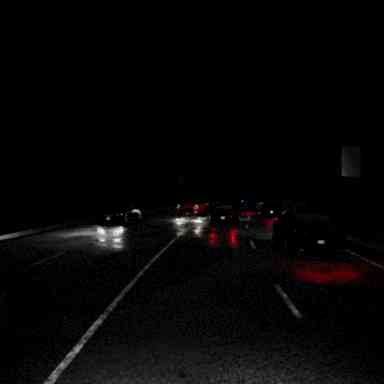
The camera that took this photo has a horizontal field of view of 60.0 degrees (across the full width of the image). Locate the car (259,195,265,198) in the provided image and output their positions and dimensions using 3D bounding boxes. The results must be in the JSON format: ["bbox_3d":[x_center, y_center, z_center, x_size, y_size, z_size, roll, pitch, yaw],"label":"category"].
[{"bbox_3d":[14.048,1.380,69.036,1.837,1.490,4.892,0,0,27],"label":"car"}]

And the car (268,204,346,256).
[{"bbox_3d":[4.429,1.464,13.250,1.882,1.535,5.008,0,0,5],"label":"car"}]

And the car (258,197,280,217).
[{"bbox_3d":[7.431,1.469,31.117,1.837,1.490,4.892,0,0,13],"label":"car"}]

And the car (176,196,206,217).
[{"bbox_3d":[0.021,1.292,30.905,2.097,1.767,4.553,0,0,13],"label":"car"}]

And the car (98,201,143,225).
[{"bbox_3d":[-4.953,1.432,23.656,2.128,1.511,4.902,0,0,10],"label":"car"}]

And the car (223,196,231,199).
[{"bbox_3d":[6.998,1.416,62.679,1.812,1.442,4.674,0,0,25],"label":"car"}]

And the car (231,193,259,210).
[{"bbox_3d":[6.776,1.164,42.062,2.150,2.045,5.566,0,0,17],"label":"car"}]

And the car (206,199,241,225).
[{"bbox_3d":[2.386,1.487,23.914,1.812,1.442,4.674,0,0,10],"label":"car"}]
